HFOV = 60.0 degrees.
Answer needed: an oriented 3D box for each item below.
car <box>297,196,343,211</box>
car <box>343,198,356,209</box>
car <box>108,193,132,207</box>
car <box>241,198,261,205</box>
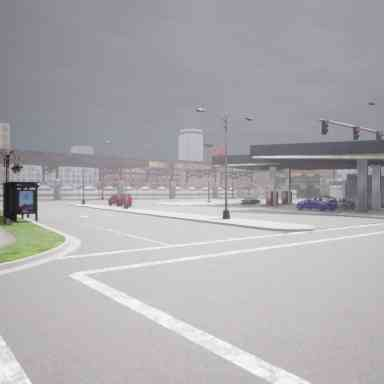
[{"bbox_3d":[14.306,1.295,38.312,2.242,1.667,4.611,0,0,-35],"label":"car"},{"bbox_3d":[18.580,1.456,42.226,1.970,1.475,3.806,0,0,-35],"label":"car"},{"bbox_3d":[-11.264,1.221,52.036,2.150,2.045,5.566,0,0,-35],"label":"car"},{"bbox_3d":[10.242,1.601,57.340,1.895,1.301,4.718,0,0,33],"label":"car"}]
